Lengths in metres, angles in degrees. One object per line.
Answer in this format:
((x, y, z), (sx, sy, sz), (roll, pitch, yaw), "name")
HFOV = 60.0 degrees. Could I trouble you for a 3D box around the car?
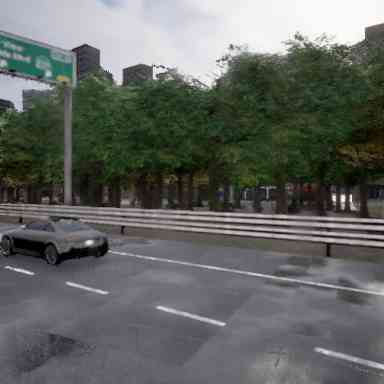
((-4.864, 1.568, 11.637), (4.181, 1.385, 1.994), (0, 0, 36), "car")
